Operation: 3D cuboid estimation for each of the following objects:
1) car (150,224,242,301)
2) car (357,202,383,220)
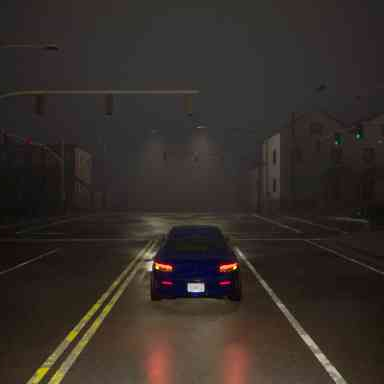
[{"bbox_3d":[0.089,1.526,8.184,1.812,1.442,4.674,0,0,0],"label":"car"},{"bbox_3d":[16.378,1.526,27.930,4.674,1.442,1.812,0,0,-1],"label":"car"}]
